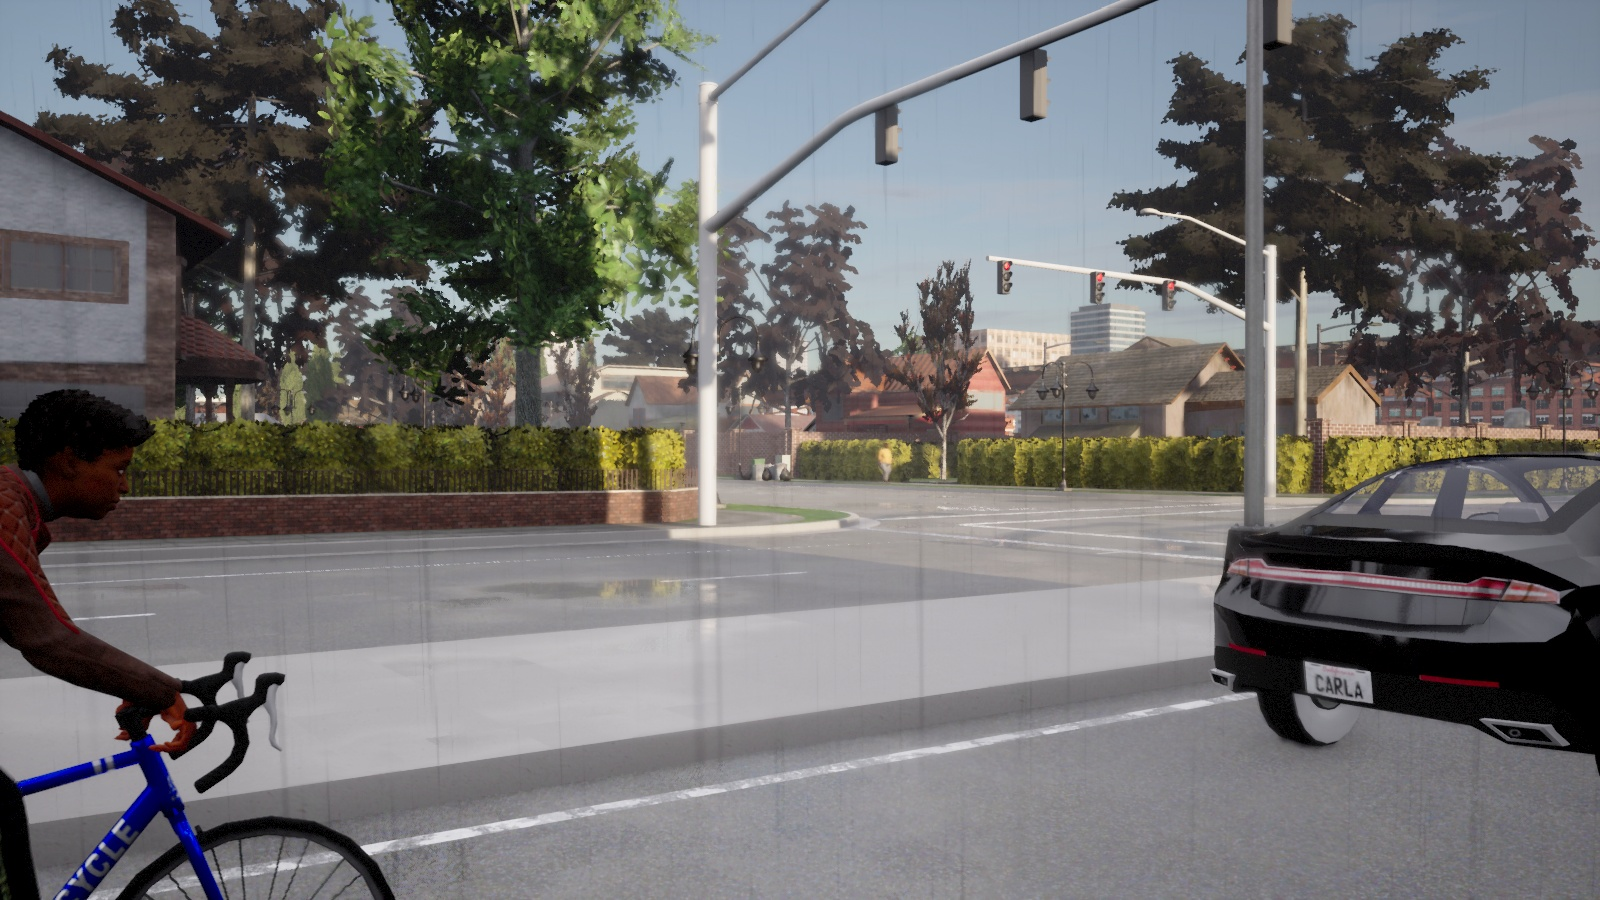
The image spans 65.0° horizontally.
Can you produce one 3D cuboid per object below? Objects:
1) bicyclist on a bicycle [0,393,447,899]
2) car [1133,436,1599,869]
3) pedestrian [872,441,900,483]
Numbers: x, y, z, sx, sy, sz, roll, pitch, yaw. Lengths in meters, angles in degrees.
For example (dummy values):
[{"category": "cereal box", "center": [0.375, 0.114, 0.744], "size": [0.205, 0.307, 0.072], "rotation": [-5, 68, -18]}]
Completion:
[{"category": "bicyclist on a bicycle", "center": [-1.622, 0.707, 2.529], "size": [1.656, 1.620, 0.582], "rotation": [0, 0, -35]}, {"category": "car", "center": [4.234, 0.708, 6.605], "size": [4.902, 1.511, 2.128], "rotation": [0, 0, -35]}, {"category": "pedestrian", "center": [3.802, 0.538, 55.658], "size": [0.874, 1.855, 0.900], "rotation": [0, 0, -34]}]
